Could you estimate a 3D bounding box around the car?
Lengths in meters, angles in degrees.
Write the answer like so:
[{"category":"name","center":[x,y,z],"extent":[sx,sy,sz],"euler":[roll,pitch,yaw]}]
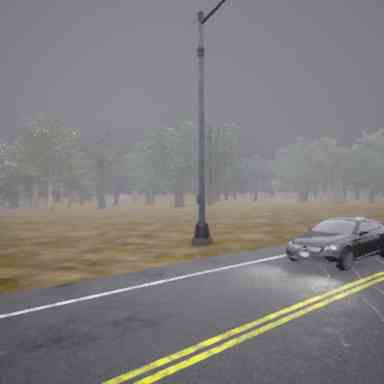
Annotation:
[{"category":"car","center":[5.140,1.565,11.221],"extent":[4.674,1.442,1.812],"euler":[0,0,-38]}]
